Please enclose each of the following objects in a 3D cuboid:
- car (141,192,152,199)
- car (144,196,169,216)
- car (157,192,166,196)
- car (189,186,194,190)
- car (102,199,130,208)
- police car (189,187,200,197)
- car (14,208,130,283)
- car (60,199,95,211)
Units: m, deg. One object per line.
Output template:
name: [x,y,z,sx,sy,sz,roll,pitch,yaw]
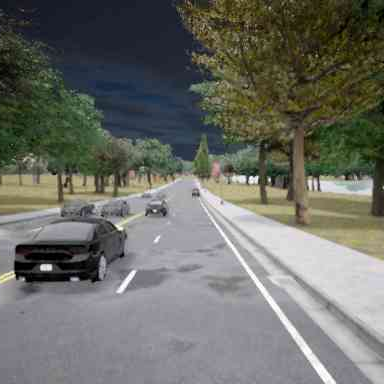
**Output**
car: [-9.766,0.707,71.184,1.994,1.385,4.181,0,2,0]
car: [-3.159,1.407,30.586,1.812,1.442,4.674,0,0,0]
car: [-6.516,0.680,71.184,2.128,1.511,4.902,0,2,0]
car: [0.956,-0.116,89.108,2.150,2.045,5.566,0,2,0]
car: [-6.603,1.397,29.009,1.837,1.490,4.892,0,0,0]
police car: [0.958,0.372,79.201,1.930,1.638,5.238,0,2,0]
car: [-3.161,1.465,9.693,1.882,1.535,5.008,0,0,0]
car: [-9.853,1.397,28.990,1.837,1.490,4.892,0,0,0]
